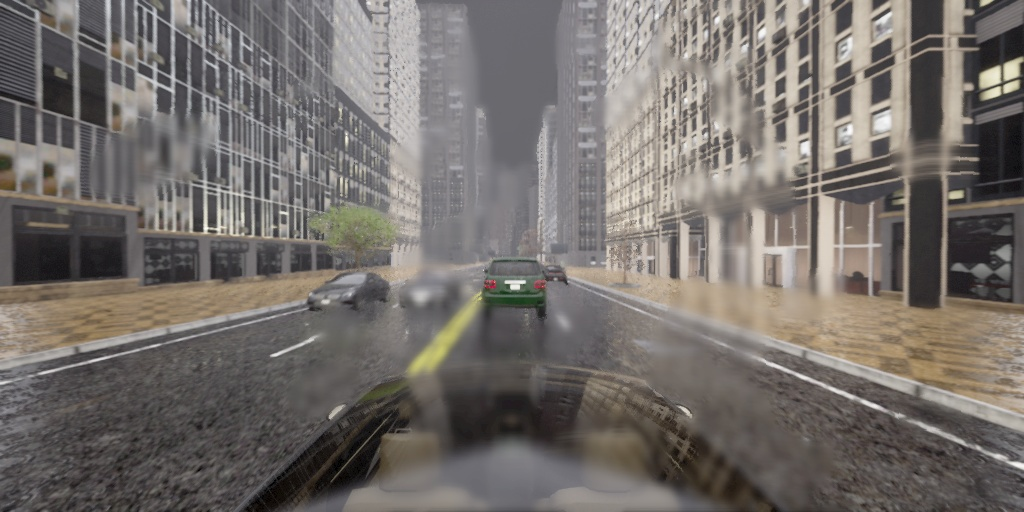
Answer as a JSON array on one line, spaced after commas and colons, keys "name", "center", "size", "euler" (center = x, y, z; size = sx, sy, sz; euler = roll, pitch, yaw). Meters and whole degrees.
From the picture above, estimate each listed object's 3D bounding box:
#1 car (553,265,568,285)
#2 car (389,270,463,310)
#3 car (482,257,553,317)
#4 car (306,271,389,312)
[{"name": "car", "center": [3.291, 1.459, 28.742], "size": [1.837, 1.490, 4.892], "euler": [0, 0, 0]}, {"name": "car", "center": [-3.271, 1.346, 15.355], "size": [2.128, 1.511, 4.902], "euler": [0, -1, 0]}, {"name": "car", "center": [0.098, 1.064, 13.746], "size": [2.150, 2.045, 5.566], "euler": [0, 0, 0]}, {"name": "car", "center": [-6.525, 1.376, 14.928], "size": [1.812, 1.442, 4.674], "euler": [0, -1, 0]}]
